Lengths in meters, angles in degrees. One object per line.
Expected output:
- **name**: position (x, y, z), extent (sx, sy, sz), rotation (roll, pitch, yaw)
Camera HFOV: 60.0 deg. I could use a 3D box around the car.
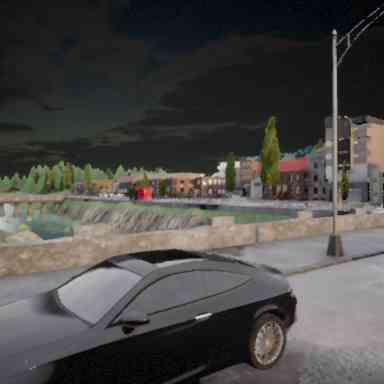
- **car**: position (-0.600, 1.519, 4.156), extent (4.674, 1.442, 1.812), rotation (0, 0, -36)
